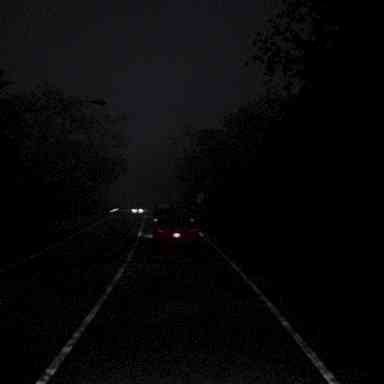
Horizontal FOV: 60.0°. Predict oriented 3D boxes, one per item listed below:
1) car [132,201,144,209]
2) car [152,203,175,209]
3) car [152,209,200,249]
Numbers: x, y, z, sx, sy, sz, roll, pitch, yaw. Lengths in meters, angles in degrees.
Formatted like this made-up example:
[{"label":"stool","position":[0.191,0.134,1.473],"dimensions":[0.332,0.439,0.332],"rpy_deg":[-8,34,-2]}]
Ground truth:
[{"label":"car","position":[-9.741,2.379,59.912],"dimensions":[2.128,1.511,4.902],"rpy_deg":[1,-3,-7]},{"label":"car","position":[-2.605,1.754,30.462],"dimensions":[1.882,1.535,5.008],"rpy_deg":[1,0,-7]},{"label":"car","position":[-0.815,1.713,15.306],"dimensions":[1.994,1.385,4.181],"rpy_deg":[0,0,-6]}]
